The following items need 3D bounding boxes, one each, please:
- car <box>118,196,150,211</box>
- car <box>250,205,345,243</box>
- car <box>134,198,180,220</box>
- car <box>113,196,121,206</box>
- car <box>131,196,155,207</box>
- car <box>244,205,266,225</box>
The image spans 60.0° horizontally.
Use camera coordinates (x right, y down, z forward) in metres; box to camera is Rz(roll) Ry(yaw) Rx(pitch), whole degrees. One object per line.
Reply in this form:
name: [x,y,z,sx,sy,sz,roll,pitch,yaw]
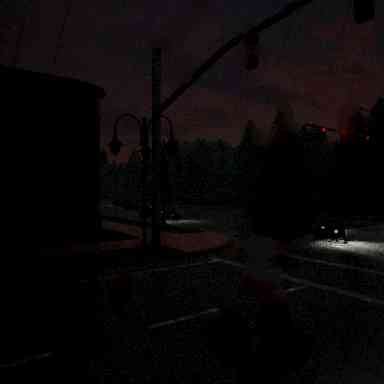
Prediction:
car: [-6.412,1.548,39.147,2.033,1.411,5.357,0,0,-34]
car: [5.219,1.565,16.320,1.994,1.385,4.181,0,0,-35]
car: [-2.847,1.526,27.857,1.812,1.442,4.674,0,0,-35]
car: [-10.506,1.352,51.337,2.097,1.767,4.553,0,0,-35]
car: [-7.940,1.505,53.780,1.837,1.490,4.892,0,0,-35]
car: [5.474,1.563,22.182,1.994,1.385,4.181,0,0,-37]
